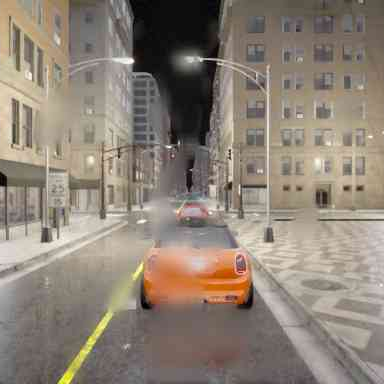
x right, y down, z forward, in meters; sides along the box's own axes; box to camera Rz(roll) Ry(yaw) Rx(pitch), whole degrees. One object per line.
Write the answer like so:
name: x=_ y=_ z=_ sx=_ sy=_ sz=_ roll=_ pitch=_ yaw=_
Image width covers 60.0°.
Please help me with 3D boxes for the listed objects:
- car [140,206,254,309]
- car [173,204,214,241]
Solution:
car: x=0.083 y=1.352 z=8.018 sx=2.097 sy=1.767 sz=4.553 roll=0 pitch=0 yaw=0
car: x=0.070 y=1.477 z=17.618 sx=1.882 sy=1.535 sz=5.008 roll=0 pitch=0 yaw=0
